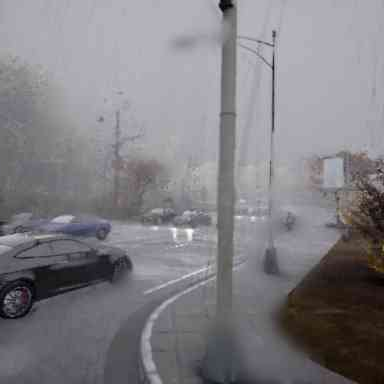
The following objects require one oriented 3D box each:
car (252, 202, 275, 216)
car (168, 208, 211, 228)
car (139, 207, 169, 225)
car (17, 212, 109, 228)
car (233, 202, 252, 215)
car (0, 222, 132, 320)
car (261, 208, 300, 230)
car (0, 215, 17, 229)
[{"bbox_3d":[9.895,2.626,47.016,1.812,1.442,4.674,1,-1,27],"label":"car"},{"bbox_3d":[0.143,2.229,29.023,1.812,1.442,4.674,0,-1,28],"label":"car"},{"bbox_3d":[-2.885,2.158,30.780,1.882,1.535,5.008,0,-1,28],"label":"car"},{"bbox_3d":[-6.211,1.826,17.261,1.812,1.442,4.674,0,-2,28],"label":"car"},{"bbox_3d":[6.826,2.584,48.699,1.837,1.490,4.892,1,-1,27],"label":"car"},{"bbox_3d":[-3.344,1.653,7.646,1.812,1.442,4.674,0,-2,28],"label":"car"},{"bbox_3d":[7.830,2.380,28.317,2.033,1.411,5.357,0,-1,28],"label":"car"},{"bbox_3d":[-9.258,1.842,18.996,1.994,1.385,4.181,0,-2,28],"label":"car"}]
